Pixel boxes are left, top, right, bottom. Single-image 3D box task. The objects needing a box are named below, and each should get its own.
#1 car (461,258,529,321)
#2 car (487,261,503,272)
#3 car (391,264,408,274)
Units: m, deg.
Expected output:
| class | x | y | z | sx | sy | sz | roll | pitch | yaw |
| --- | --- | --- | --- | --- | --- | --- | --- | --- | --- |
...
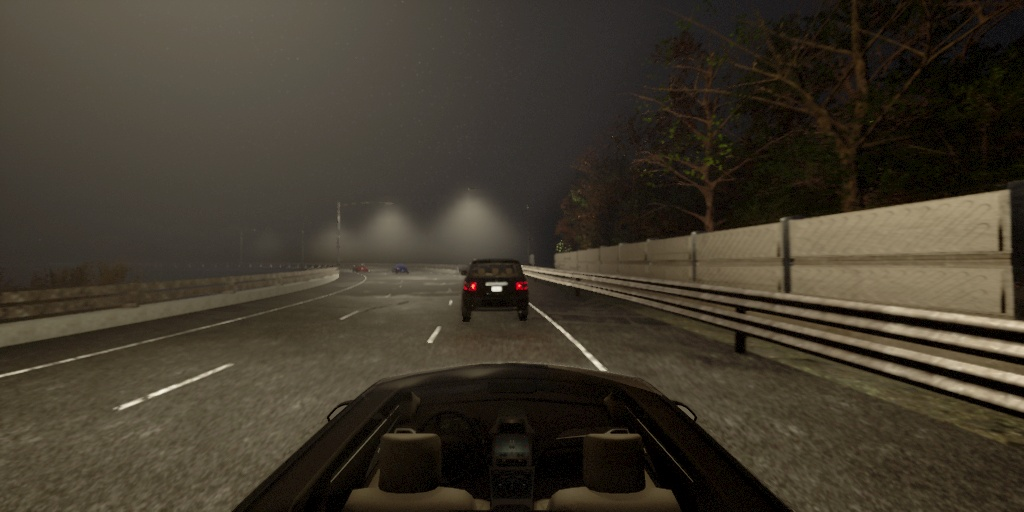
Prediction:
| class | x | y | z | sx | sy | sz | roll | pitch | yaw |
| --- | --- | --- | --- | --- | --- | --- | --- | --- | --- |
| car | -0.710 | 1.110 | 13.314 | 2.150 | 2.045 | 5.566 | 0 | -1 | -5 |
| car | -2.864 | 1.806 | 60.571 | 2.097 | 1.767 | 4.553 | 0 | -1 | 5 |
| car | -16.622 | 1.944 | 53.107 | 1.812 | 1.442 | 4.674 | 0 | -1 | -28 |
